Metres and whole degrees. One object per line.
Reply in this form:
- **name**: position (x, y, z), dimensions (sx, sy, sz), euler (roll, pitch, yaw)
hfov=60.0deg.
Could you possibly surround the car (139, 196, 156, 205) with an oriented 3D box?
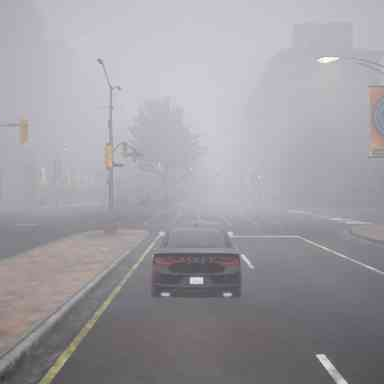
- **car**: position (-7.865, 1.504, 56.597), dimensions (1.837, 1.490, 4.892), euler (0, 0, 1)

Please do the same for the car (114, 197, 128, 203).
- **car**: position (-14.490, 1.595, 67.967), dimensions (1.895, 1.301, 4.718), euler (0, 0, 0)

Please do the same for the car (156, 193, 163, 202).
- **car**: position (-7.736, 1.525, 69.153), dimensions (1.812, 1.442, 4.674), euler (0, 0, 0)

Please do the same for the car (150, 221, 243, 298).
- **car**: position (0.110, 1.478, 8.590), dimensions (1.882, 1.535, 5.008), euler (0, 0, 1)
